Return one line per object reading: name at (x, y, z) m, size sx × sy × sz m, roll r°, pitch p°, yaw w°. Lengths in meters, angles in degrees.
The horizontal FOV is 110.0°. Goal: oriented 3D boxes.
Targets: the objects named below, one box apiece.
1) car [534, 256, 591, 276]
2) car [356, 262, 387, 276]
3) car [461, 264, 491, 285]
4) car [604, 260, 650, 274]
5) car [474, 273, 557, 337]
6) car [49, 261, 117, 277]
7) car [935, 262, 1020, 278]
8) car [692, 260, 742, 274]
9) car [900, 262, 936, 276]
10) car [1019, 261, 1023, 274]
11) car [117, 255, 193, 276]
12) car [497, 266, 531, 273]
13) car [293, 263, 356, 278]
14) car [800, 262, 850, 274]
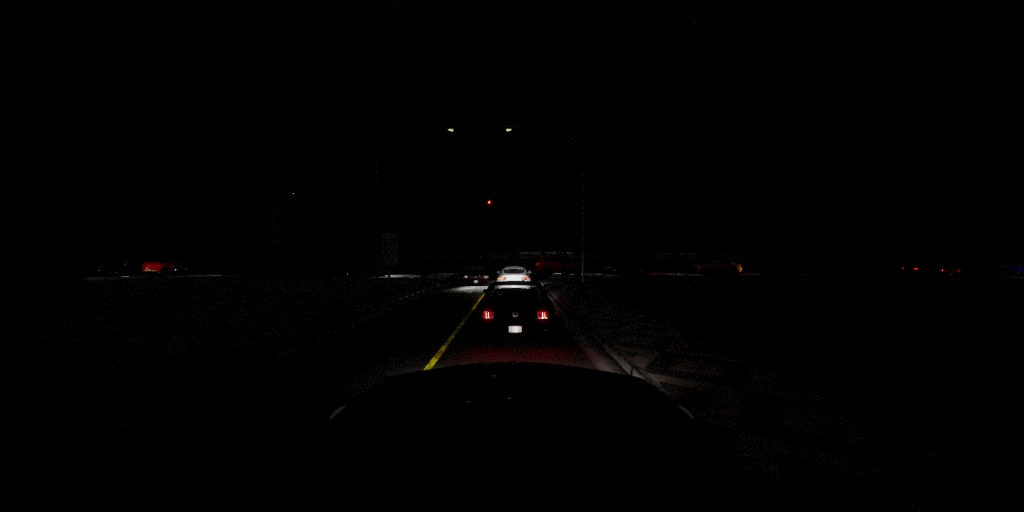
car at (5.051, 0.978, 36.189) m, size 5.566 × 2.045 × 2.150 m, roll 0°, pitch 0°, yaw 0°
car at (-14.952, 1.308, 36.358) m, size 4.181 × 1.385 × 1.994 m, roll 0°, pitch 0°, yaw 0°
car at (-2.632, 1.298, 26.135) m, size 2.033 × 1.411 × 5.357 m, roll 0°, pitch 0°, yaw -6°
car at (12.633, 1.231, 39.575) m, size 4.902 × 1.511 × 2.128 m, roll 0°, pitch 0°, yaw 0°
car at (0.108, 1.350, 10.237) m, size 1.895 × 1.301 × 4.718 m, roll 0°, pitch 0°, yaw 1°
car at (-39.540, 1.240, 33.115) m, size 4.892 × 1.490 × 1.837 m, roll 0°, pitch 0°, yaw -1°
car at (42.296, 1.372, 32.672) m, size 4.718 × 1.301 × 1.895 m, roll 0°, pitch 0°, yaw 1°
car at (22.479, 1.217, 39.489) m, size 5.008 × 1.535 × 1.882 m, roll 0°, pitch 0°, yaw 0°
car at (42.320, 1.303, 35.921) m, size 5.357 × 1.411 × 2.033 m, roll 0°, pitch 0°, yaw 1°
car at (52.275, 1.233, 35.887) m, size 5.008 × 1.535 × 1.882 m, roll 0°, pitch 0°, yaw 0°
car at (-35.874, 0.946, 36.421) m, size 5.566 × 2.045 × 2.150 m, roll 0°, pitch 0°, yaw -1°
car at (0.113, 1.274, 20.221) m, size 1.812 × 1.442 × 4.674 m, roll 0°, pitch 0°, yaw 1°
car at (-17.412, 1.359, 33.129) m, size 4.718 × 1.301 × 1.895 m, roll 0°, pitch 0°, yaw 0°
car at (34.021, 1.340, 39.382) m, size 4.718 × 1.301 × 1.895 m, roll 0°, pitch 0°, yaw 1°
